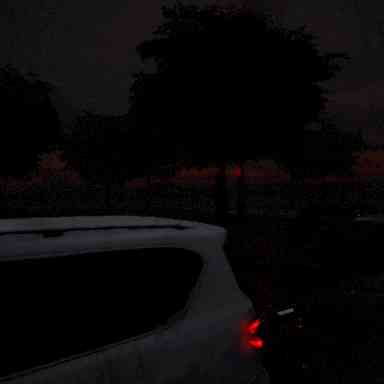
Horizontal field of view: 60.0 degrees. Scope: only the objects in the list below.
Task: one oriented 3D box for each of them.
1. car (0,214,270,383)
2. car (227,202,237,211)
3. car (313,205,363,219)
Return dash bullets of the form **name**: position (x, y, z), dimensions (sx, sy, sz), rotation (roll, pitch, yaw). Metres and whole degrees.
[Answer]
- **car**: position (-1.998, 1.214, 1.830), dimensions (5.566, 2.045, 2.150), rotation (1, 0, -35)
- **car**: position (5.817, 2.364, 55.017), dimensions (1.812, 1.442, 4.674), rotation (-2, 0, -29)
- **car**: position (16.282, 2.130, 37.456), dimensions (2.033, 1.411, 5.357), rotation (-2, 1, -32)
